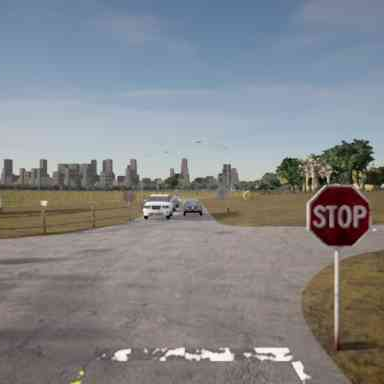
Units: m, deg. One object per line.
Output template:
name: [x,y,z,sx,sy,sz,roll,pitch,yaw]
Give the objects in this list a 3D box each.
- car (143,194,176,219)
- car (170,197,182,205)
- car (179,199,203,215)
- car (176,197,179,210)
car: [-2.851,1.218,29.101,2.150,2.045,5.566,0,0,0]
car: [-2.772,1.568,59.033,1.812,1.442,4.674,0,0,0]
car: [0.092,1.545,33.598,2.033,1.411,5.357,0,0,0]
car: [-2.849,1.527,38.900,1.812,1.442,4.674,0,0,0]
